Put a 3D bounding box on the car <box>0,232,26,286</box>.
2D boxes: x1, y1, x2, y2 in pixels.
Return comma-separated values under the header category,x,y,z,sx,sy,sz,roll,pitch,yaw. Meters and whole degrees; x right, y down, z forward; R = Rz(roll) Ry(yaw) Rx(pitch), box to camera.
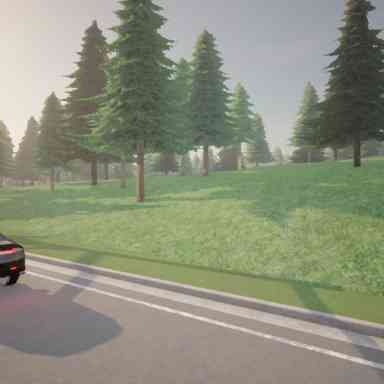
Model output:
category,x,y,z,sx,sy,sz,roll,pitch,yaw
car,-6.015,1.491,8.174,4.902,1.511,2.128,0,0,36
